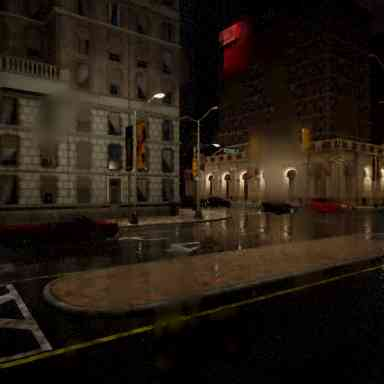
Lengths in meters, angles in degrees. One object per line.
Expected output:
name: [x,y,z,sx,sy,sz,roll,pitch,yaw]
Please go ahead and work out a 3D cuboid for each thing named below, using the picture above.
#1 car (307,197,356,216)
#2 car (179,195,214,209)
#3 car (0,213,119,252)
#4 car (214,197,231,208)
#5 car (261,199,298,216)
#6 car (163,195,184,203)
car: [13.896,1.352,33.312,2.097,1.767,4.553,0,0,-36]
car: [0.455,1.352,46.089,2.097,1.767,4.553,0,0,-36]
car: [-5.644,1.601,14.047,4.718,1.301,1.895,0,0,-35]
car: [3.531,1.478,47.801,1.882,1.535,5.008,0,1,-36]
car: [8.493,1.491,32.613,2.128,1.511,4.902,0,0,-15]
car: [-3.987,1.513,70.862,2.128,1.511,4.902,0,0,-35]
